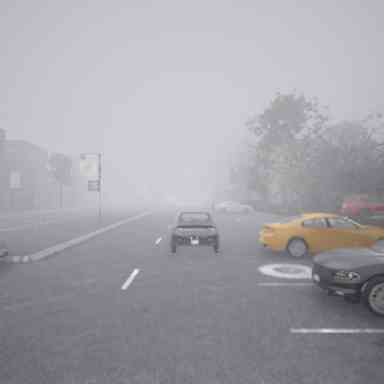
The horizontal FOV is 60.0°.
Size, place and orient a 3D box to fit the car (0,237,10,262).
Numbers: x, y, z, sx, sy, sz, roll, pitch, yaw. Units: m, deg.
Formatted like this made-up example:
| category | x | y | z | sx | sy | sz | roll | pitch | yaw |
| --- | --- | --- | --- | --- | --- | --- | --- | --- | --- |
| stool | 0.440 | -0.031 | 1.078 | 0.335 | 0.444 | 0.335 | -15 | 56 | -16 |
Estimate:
| category | x | y | z | sx | sy | sz | roll | pitch | yaw |
| --- | --- | --- | --- | --- | --- | --- | --- | --- | --- |
| car | -7.994 | 1.532 | 9.739 | 4.892 | 1.521 | 2.231 | 0 | 0 | 0 |

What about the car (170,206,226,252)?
| category | x | y | z | sx | sy | sz | roll | pitch | yaw |
| --- | --- | --- | --- | --- | --- | --- | --- | --- | --- |
| car | 0.117 | 1.582 | 14.221 | 2.128 | 1.511 | 4.902 | 0 | 0 | 0 |

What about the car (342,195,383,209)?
| category | x | y | z | sx | sy | sz | roll | pitch | yaw |
| --- | --- | --- | --- | --- | --- | --- | --- | --- | --- |
| car | 15.319 | 1.265 | 27.518 | 5.566 | 2.045 | 2.150 | -1 | -3 | -1 |

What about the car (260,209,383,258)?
| category | x | y | z | sx | sy | sz | roll | pitch | yaw |
| --- | --- | --- | --- | --- | --- | --- | --- | --- | --- |
| car | 5.089 | 1.553 | 12.491 | 5.008 | 1.535 | 2.097 | 0 | -1 | 0 |

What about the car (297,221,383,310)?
| category | x | y | z | sx | sy | sz | roll | pitch | yaw |
| --- | --- | --- | --- | --- | --- | --- | --- | --- | --- |
| car | 5.094 | 1.512 | 6.923 | 5.008 | 1.535 | 2.097 | 0 | 0 | 0 |

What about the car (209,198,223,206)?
| category | x | y | z | sx | sy | sz | roll | pitch | yaw |
| --- | --- | --- | --- | --- | --- | --- | --- | --- | --- |
| car | 5.132 | 1.895 | 44.123 | 5.008 | 1.535 | 2.097 | 0 | -1 | 0 |

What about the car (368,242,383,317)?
| category | x | y | z | sx | sy | sz | roll | pitch | yaw |
| --- | --- | --- | --- | --- | --- | --- | --- | --- | --- |
| car | 5.089 | 1.538 | 4.136 | 4.674 | 1.452 | 2.002 | 0 | 0 | 0 |

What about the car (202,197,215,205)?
| category | x | y | z | sx | sy | sz | roll | pitch | yaw |
| --- | --- | --- | --- | --- | --- | --- | --- | --- | --- |
| car | 5.188 | 2.110 | 75.008 | 4.553 | 1.767 | 2.185 | 0 | -1 | 0 |

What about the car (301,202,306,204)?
| category | x | y | z | sx | sy | sz | roll | pitch | yaw |
| --- | --- | --- | --- | --- | --- | --- | --- | --- | --- |
| car | 20.922 | 1.867 | 63.388 | 4.181 | 1.385 | 1.994 | -1 | -3 | 0 |

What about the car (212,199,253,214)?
| category | x | y | z | sx | sy | sz | roll | pitch | yaw |
| --- | --- | --- | --- | --- | --- | --- | --- | --- | --- |
| car | 5.121 | 1.901 | 40.974 | 4.674 | 1.452 | 2.002 | 0 | -1 | 0 |

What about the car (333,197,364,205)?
| category | x | y | z | sx | sy | sz | roll | pitch | yaw |
| --- | --- | --- | --- | --- | --- | --- | --- | --- | --- |
| car | 29.877 | 1.719 | 63.498 | 4.902 | 1.511 | 2.128 | -1 | -3 | -1 |
